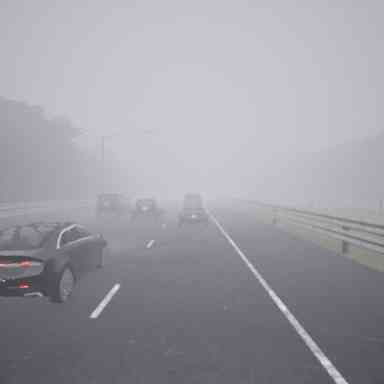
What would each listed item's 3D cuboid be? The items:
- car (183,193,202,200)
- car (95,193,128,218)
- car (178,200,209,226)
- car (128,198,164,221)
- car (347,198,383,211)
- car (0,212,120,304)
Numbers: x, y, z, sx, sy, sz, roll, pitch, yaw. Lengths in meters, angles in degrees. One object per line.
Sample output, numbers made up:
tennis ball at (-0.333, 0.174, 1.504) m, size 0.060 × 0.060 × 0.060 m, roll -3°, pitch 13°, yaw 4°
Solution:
car at (0.086, 1.101, 40.717) m, size 2.150 × 2.045 × 5.566 m, roll 0°, pitch 0°, yaw 0°
car at (-6.907, 1.103, 29.519) m, size 2.150 × 2.045 × 5.566 m, roll 1°, pitch 0°, yaw 0°
car at (0.090, 1.485, 22.734) m, size 1.994 × 1.385 × 4.181 m, roll 0°, pitch 0°, yaw 0°
car at (-3.412, 1.264, 26.194) m, size 2.097 × 1.767 × 4.553 m, roll 0°, pitch 0°, yaw 0°
car at (21.590, 1.482, 41.108) m, size 1.801 × 1.575 × 5.366 m, roll 0°, pitch 0°, yaw -20°
car at (-3.404, 1.460, 8.015) m, size 2.128 × 1.511 × 4.902 m, roll 0°, pitch 0°, yaw 0°
